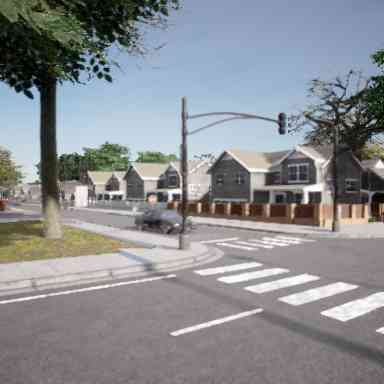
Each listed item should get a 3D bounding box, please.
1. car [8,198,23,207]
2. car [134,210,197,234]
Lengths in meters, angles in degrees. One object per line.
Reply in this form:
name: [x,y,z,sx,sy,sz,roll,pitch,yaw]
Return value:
car: [-41.511,2.743,78.711,1.994,1.385,4.181,0,-1,-35]
car: [-1.941,1.904,22.201,2.033,1.411,5.357,0,-1,-39]
